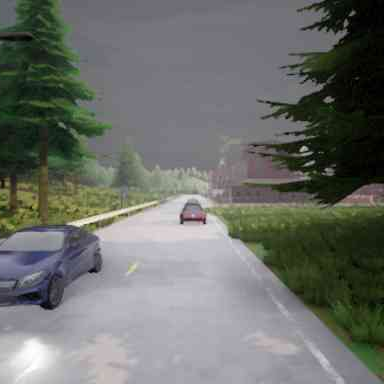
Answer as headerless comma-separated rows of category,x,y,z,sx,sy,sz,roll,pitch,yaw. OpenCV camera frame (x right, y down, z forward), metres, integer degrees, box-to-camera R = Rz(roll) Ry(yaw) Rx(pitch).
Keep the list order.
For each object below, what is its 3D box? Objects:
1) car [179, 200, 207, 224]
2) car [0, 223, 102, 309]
car,0.087,1.585,25.047,1.994,1.385,4.181,0,0,0
car,-3.517,1.532,8.017,1.812,1.442,4.674,0,0,0
